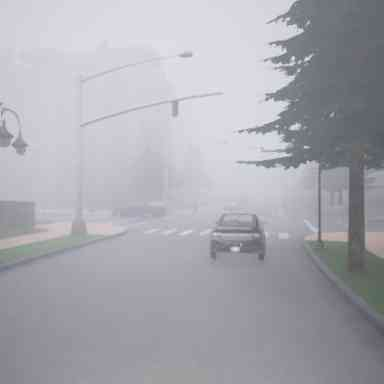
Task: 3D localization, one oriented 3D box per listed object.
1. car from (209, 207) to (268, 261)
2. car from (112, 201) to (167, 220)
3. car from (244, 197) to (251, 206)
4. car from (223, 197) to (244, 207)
[{"bbox_3d":[1.787,1.534,12.512,2.128,1.511,4.902,0,0,11],"label":"car"},{"bbox_3d":[-4.681,1.573,29.371,5.008,1.535,1.882,0,-1,23],"label":"car"},{"bbox_3d":[9.312,1.737,58.969,1.837,1.490,4.892,0,0,15],"label":"car"},{"bbox_3d":[5.300,1.703,43.825,1.812,1.442,4.674,0,0,15],"label":"car"}]
